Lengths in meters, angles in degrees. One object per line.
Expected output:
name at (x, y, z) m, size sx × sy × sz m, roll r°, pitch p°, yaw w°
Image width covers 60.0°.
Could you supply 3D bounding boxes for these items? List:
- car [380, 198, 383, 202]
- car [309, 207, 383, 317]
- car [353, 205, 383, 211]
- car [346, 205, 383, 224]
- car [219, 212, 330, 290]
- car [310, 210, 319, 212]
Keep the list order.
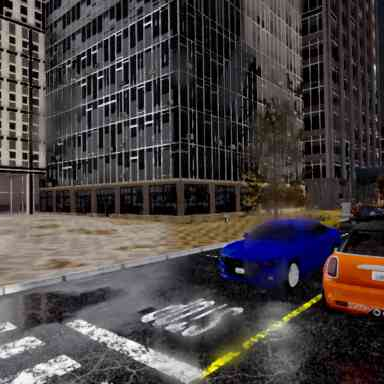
car at (42.992, 1.659, 77.766) m, size 4.507 × 1.381 × 1.887 m, roll -1°, pitch -2°, yaw 40°
car at (4.411, 1.357, 6.877) m, size 2.097 × 1.767 × 4.553 m, roll -2°, pitch -1°, yaw 41°
car at (10.251, 1.568, 18.346) m, size 2.128 × 1.511 × 4.902 m, roll -2°, pitch -1°, yaw 41°
car at (13.925, 1.720, 26.530) m, size 1.802 × 1.307 × 4.206 m, roll -1°, pitch -1°, yaw 41°
car at (2.749, 1.565, 9.690) m, size 1.882 × 1.535 × 5.008 m, roll -2°, pitch -1°, yaw 41°
car at (6.533, 1.673, 17.997) m, size 1.752 × 1.417 × 4.829 m, roll -1°, pitch -1°, yaw 41°
